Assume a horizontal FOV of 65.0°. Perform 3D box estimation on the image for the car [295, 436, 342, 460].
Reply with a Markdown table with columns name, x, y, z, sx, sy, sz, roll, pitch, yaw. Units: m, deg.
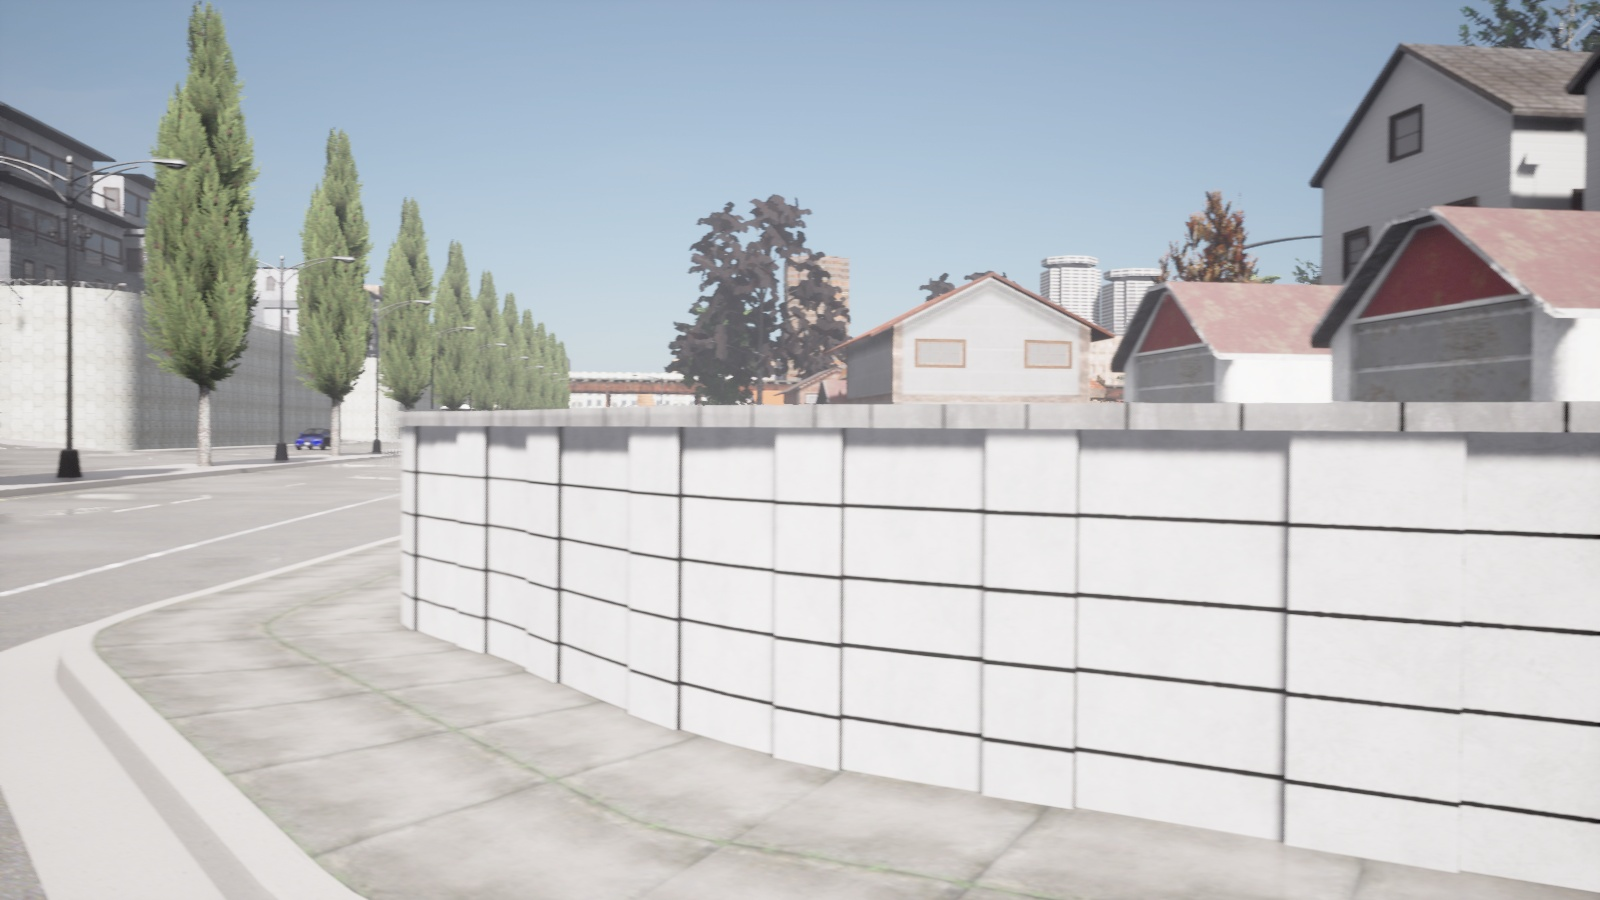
| name | x | y | z | sx | sy | sz | roll | pitch | yaw |
| --- | --- | --- | --- | --- | --- | --- | --- | --- | --- |
| car | -31.642 | -0.151 | 82.627 | 1.816 | 1.474 | 4.193 | -1 | 1 | -6 |
